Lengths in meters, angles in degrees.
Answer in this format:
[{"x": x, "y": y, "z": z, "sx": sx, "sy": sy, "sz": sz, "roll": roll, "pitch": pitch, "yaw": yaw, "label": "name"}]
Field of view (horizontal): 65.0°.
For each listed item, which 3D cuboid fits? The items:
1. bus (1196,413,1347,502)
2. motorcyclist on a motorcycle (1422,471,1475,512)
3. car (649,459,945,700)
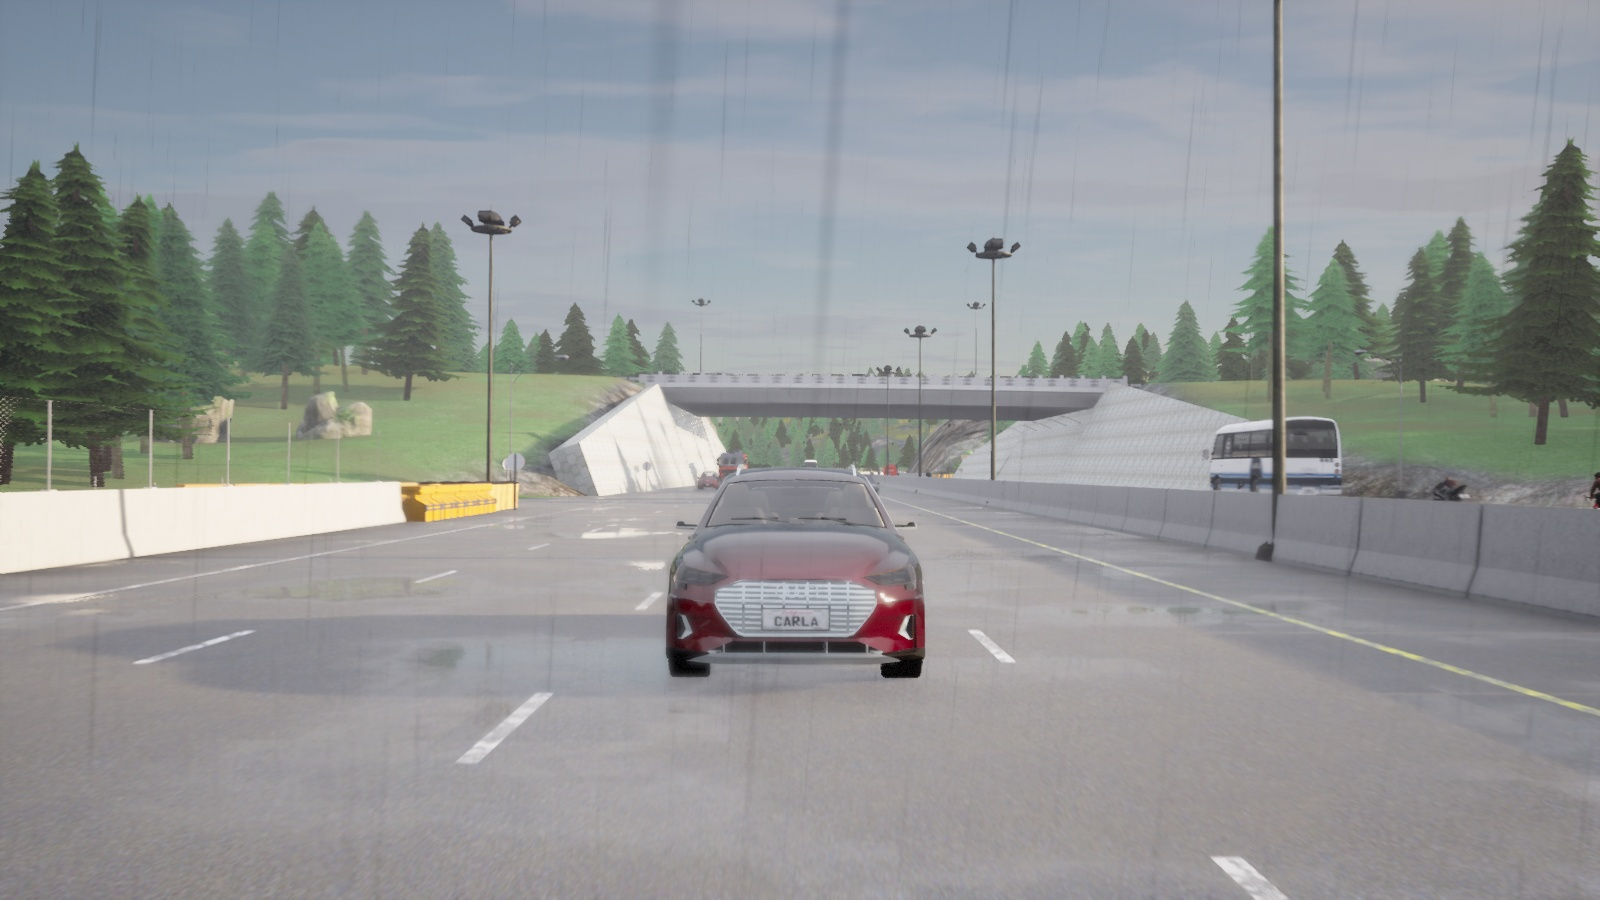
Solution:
[{"x": 24.335, "y": 0.439, "z": 65.595, "sx": 3.944, "sy": 4.253, "sz": 10.273, "roll": 0, "pitch": -1, "yaw": 0, "label": "bus"}, {"x": 24.385, "y": 1.543, "z": 47.276, "sx": 0.866, "sy": 1.530, "sz": 2.191, "roll": 0, "pitch": -1, "yaw": 0, "label": "motorcyclist on a motorcycle"}, {"x": -0.027, "y": 0.930, "z": 11.072, "sx": 2.033, "sy": 1.649, "sz": 4.856, "roll": 0, "pitch": -1, "yaw": 0, "label": "car"}]
